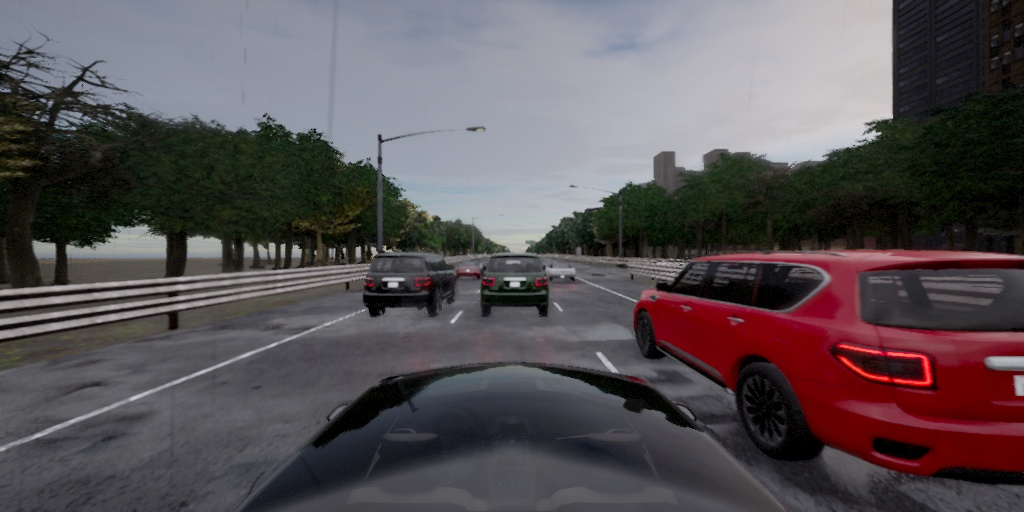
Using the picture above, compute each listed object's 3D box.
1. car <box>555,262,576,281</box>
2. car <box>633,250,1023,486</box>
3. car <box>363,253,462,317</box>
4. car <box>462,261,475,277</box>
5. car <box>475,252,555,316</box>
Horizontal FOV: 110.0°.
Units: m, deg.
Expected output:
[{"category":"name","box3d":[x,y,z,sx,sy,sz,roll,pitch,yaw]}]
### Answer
[{"category":"car","box3d":[3.588,1.139,27.542,1.895,1.301,4.718,0,1,0]},{"category":"car","box3d":[3.562,0.951,5.101,2.150,2.045,5.566,0,0,0]},{"category":"car","box3d":[-3.412,0.898,12.997,2.150,2.045,5.566,0,0,0]},{"category":"car","box3d":[-3.413,1.076,29.769,1.994,1.385,4.181,0,1,0]},{"category":"car","box3d":[0.090,0.897,13.084,2.150,2.045,5.566,0,0,0]}]
